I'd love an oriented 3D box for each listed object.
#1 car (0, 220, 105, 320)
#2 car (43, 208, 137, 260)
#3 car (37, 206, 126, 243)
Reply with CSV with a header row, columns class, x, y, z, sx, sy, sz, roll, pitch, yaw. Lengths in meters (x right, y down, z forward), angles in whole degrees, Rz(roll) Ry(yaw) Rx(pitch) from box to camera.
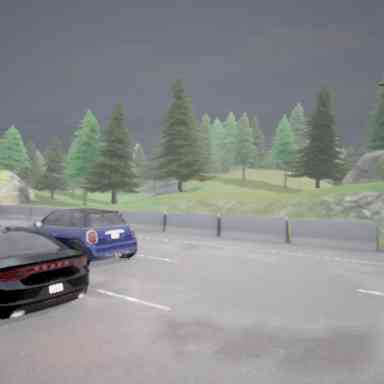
class,x,y,z,sx,sy,sz,roll,pitch,yaw
car,-4.298,1.457,7.055,5.008,1.535,1.882,0,0,36
car,-4.015,1.329,11.158,4.553,1.767,2.097,0,0,36
car,-5.627,1.505,16.620,4.674,1.442,1.812,0,0,36
